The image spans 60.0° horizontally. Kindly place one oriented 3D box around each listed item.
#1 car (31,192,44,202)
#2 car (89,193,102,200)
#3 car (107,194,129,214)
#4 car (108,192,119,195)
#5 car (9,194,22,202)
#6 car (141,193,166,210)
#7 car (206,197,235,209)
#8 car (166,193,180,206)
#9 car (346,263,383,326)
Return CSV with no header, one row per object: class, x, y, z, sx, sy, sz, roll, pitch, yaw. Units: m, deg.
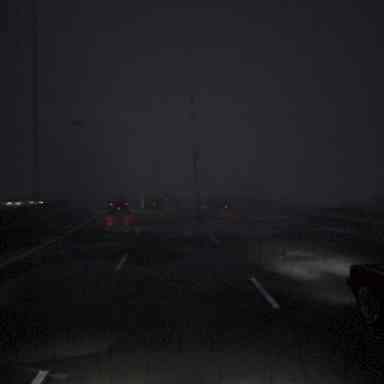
car,-28.138,0.807,60.508,2.097,1.767,4.553,-1,1,-25
car,-19.283,0.843,66.664,2.128,1.511,4.902,-1,1,-27
car,-6.796,1.218,30.840,1.812,1.442,4.674,0,0,-13
car,-16.018,0.813,67.911,2.128,1.511,4.902,0,0,-27
car,-31.183,1.083,58.794,1.895,1.301,4.718,-1,1,-25
car,-4.448,1.101,36.318,1.882,1.535,5.008,0,0,-15
car,3.001,1.191,36.589,1.895,1.301,4.718,0,1,-14
car,-3.140,0.881,44.538,2.097,1.767,4.553,-1,1,-17
car,3.846,1.541,3.981,1.895,1.301,4.718,0,1,-3
